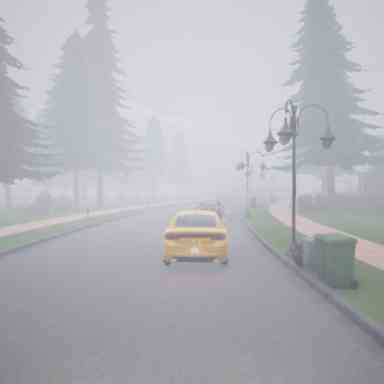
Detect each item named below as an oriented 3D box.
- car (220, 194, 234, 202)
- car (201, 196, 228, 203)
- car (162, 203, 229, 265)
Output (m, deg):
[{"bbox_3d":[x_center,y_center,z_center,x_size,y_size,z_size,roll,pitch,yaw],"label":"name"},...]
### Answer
[{"bbox_3d":[5.212,0.966,52.868,1.895,1.301,4.718,0,1,23],"label":"car"},{"bbox_3d":[1.590,1.280,26.688,1.895,1.301,4.718,0,1,10],"label":"car"},{"bbox_3d":[0.169,1.342,11.173,1.882,1.535,5.008,0,1,2],"label":"car"}]
